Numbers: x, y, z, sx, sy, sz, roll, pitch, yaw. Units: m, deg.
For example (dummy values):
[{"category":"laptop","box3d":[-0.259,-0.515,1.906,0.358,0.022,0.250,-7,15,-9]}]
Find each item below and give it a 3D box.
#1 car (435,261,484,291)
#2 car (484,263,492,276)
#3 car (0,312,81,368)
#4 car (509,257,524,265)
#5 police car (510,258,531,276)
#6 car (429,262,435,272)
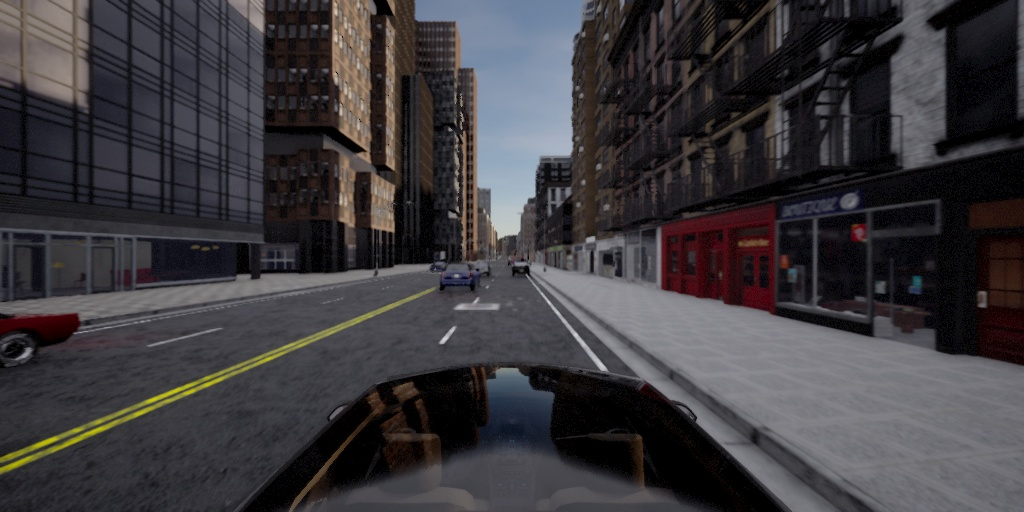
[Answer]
[{"category":"car","box3d":[-3.177,1.160,22.794,2.097,1.767,4.553,0,0,0]},{"category":"car","box3d":[-3.177,1.406,38.688,2.033,1.411,5.357,0,0,0]},{"category":"car","box3d":[-9.844,1.360,5.124,1.895,1.301,4.718,0,0,0]},{"category":"car","box3d":[0.967,1.138,54.526,2.150,2.045,5.566,0,0,0]},{"category":"police car","box3d":[0.969,1.284,38.606,1.930,1.638,5.238,0,0,0]},{"category":"car","box3d":[-9.833,1.440,48.856,2.033,1.411,5.357,0,0,0]}]
